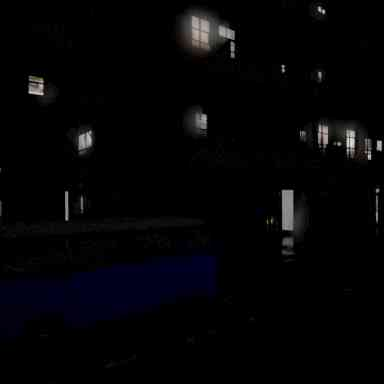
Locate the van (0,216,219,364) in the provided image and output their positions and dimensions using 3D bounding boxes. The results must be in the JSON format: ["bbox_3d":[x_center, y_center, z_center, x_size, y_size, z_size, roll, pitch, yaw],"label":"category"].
[{"bbox_3d":[-1.416,1.341,5.555,3.998,1.788,1.690,0,0,-35],"label":"van"}]
